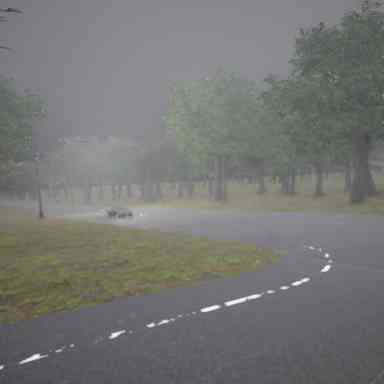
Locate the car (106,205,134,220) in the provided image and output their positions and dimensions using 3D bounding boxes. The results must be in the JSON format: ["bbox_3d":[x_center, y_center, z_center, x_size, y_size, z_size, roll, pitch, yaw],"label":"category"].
[{"bbox_3d":[-8.519,2.340,38.792,1.837,1.490,4.892,-5,1,-36],"label":"car"}]
